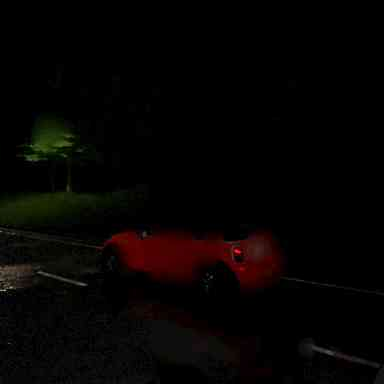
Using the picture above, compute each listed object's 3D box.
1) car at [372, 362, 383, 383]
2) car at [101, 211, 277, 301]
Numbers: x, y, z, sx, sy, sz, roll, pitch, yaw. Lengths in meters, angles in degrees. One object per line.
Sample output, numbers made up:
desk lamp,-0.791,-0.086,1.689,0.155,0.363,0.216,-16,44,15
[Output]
car,3.481,1.614,1.531,4.718,1.301,1.895,0,0,35
car,-0.267,1.327,8.561,4.553,1.767,2.097,0,0,36
